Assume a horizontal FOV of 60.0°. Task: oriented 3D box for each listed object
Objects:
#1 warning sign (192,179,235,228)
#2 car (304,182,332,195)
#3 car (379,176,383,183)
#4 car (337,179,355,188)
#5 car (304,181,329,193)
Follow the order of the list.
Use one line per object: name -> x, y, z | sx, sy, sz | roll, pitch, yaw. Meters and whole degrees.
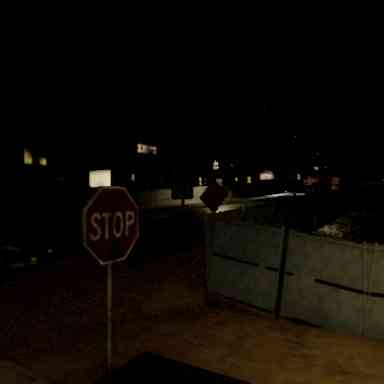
warning sign -> 0.879, 0.487, 13.562 | 1.300, 1.860, 1.060 | -4, -3, 36
car -> 13.327, -0.266, 35.005 | 1.994, 1.385, 4.181 | 0, 3, 36
car -> 43.551, -2.899, 75.230 | 1.882, 1.535, 5.008 | 0, 3, 36
car -> 21.876, -1.054, 46.853 | 1.837, 1.490, 4.892 | 0, 3, 36
car -> 16.575, -0.678, 44.210 | 1.895, 1.301, 4.718 | 0, 3, 36
